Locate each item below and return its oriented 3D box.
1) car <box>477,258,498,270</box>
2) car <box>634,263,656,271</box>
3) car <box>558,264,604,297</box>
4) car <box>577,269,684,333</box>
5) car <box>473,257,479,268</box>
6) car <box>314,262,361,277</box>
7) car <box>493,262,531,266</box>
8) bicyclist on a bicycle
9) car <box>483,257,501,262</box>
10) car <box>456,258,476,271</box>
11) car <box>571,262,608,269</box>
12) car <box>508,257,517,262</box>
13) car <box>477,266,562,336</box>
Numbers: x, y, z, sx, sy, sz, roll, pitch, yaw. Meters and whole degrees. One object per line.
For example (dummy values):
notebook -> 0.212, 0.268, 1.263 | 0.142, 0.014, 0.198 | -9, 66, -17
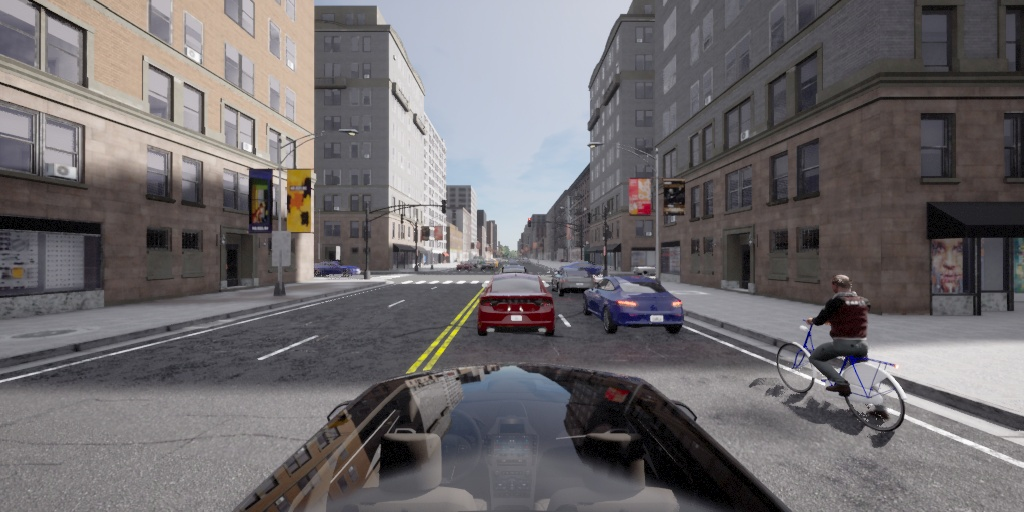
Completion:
car -> -3.347, 1.366, 50.404 | 1.895, 1.301, 4.718 | 0, 0, 0
car -> 15.048, 1.409, 37.146 | 4.718, 1.301, 1.895 | 0, 0, 1
car -> 3.249, 1.317, 19.173 | 1.994, 1.385, 4.181 | 0, 0, 0
car -> 3.346, 1.277, 10.573 | 1.812, 1.442, 4.674 | 0, 0, 0
car -> -6.591, 1.273, 59.458 | 1.837, 1.490, 4.892 | 0, 0, 0
car -> -16.981, 1.263, 34.367 | 4.674, 1.442, 1.812 | 0, 0, -1
car -> 0.100, 1.258, 19.920 | 1.837, 1.490, 4.892 | 0, 0, 0
bicyclist on a bicycle -> 4.146, 1.121, 4.710 | 0.659, 1.776, 1.843 | 0, 0, 0
car -> -3.338, 1.246, 59.796 | 1.882, 1.535, 5.008 | 0, 0, 0
car -> -6.608, 1.366, 50.356 | 1.895, 1.301, 4.718 | 0, 0, 0
car -> 6.914, 1.292, 34.239 | 4.674, 1.442, 1.812 | 0, 0, 0
car -> 0.095, 1.316, 64.328 | 2.033, 1.411, 5.357 | 0, 0, 0
car -> 0.101, 1.229, 10.437 | 1.882, 1.535, 5.008 | 0, 0, 0
